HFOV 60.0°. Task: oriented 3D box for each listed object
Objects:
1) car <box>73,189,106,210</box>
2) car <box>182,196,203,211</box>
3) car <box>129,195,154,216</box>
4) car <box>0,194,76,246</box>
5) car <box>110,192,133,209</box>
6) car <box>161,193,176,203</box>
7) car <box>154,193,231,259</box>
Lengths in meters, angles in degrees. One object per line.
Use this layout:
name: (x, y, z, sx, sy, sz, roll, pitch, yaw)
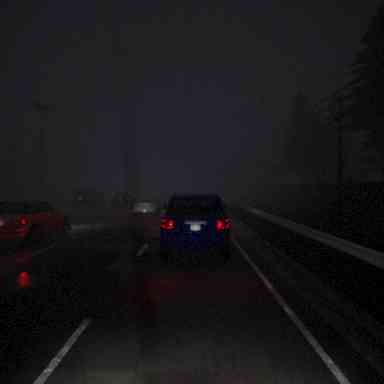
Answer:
car: (-10.412, 0.662, 33.649, 2.150, 2.045, 5.566, 0, 1, 0)
car: (0.084, 1.060, 32.378, 1.895, 1.301, 4.718, 0, 1, 0)
car: (-3.437, 1.084, 26.409, 1.812, 1.442, 4.674, 0, 1, 0)
car: (-6.900, 1.113, 14.161, 2.097, 1.767, 4.553, 0, 1, 0)
car: (-6.915, 0.778, 34.327, 2.097, 1.767, 4.553, 0, 1, 0)
car: (-3.413, 0.791, 48.577, 1.895, 1.301, 4.718, 0, 1, 0)
car: (0.097, 1.023, 11.921, 2.150, 2.045, 5.566, 0, 1, 0)
